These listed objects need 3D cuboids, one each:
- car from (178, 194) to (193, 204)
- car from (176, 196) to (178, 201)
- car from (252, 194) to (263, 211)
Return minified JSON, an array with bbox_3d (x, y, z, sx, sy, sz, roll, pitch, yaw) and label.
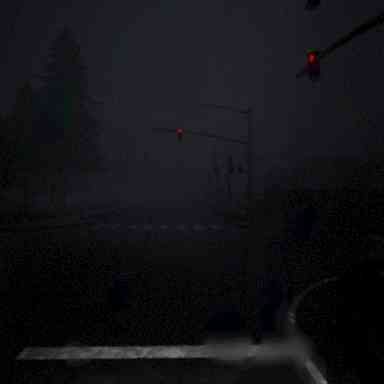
[{"bbox_3d":[-0.894,1.431,61.146,2.033,1.411,5.357,0,0,-7],"label":"car"},{"bbox_3d":[-2.185,1.226,71.330,1.812,1.442,4.674,0,0,-13],"label":"car"},{"bbox_3d":[8.875,1.092,36.523,4.605,1.855,1.932,0,0,-1],"label":"car"}]
